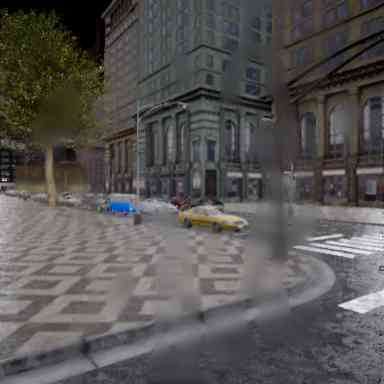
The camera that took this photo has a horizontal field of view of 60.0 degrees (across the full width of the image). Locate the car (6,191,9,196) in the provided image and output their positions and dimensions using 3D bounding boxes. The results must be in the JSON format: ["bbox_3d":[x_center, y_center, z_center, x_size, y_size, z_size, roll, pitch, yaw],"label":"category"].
[{"bbox_3d":[-44.524,0.247,83.014,1.967,1.590,4.097,1,0,-35],"label":"car"}]

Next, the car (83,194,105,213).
[{"bbox_3d":[-8.772,1.231,32.613,2.008,1.369,4.403,1,0,-35],"label":"car"}]

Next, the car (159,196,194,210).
[{"bbox_3d":[-1.822,1.228,37.553,1.887,1.381,4.507,1,0,-35],"label":"car"}]

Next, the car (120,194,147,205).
[{"bbox_3d":[-8.324,1.076,46.719,2.008,1.369,4.403,1,0,-35],"label":"car"}]

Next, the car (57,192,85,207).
[{"bbox_3d":[-15.175,1.050,41.642,1.752,1.417,4.829,1,0,-35],"label":"car"}]

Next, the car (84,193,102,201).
[{"bbox_3d":[-18.075,0.862,60.462,1.802,1.307,4.206,1,0,-35],"label":"car"}]

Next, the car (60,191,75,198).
[{"bbox_3d":[-27.824,0.586,74.205,1.887,1.381,4.507,1,0,-35],"label":"car"}]

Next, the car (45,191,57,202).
[{"bbox_3d":[-18.523,0.991,46.362,2.008,1.369,4.403,1,0,-35],"label":"car"}]

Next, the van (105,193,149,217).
[{"bbox_3d":[-5.519,1.092,28.031,1.690,1.788,3.998,1,0,-35],"label":"van"}]

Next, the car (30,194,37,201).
[{"bbox_3d":[-25.024,0.827,55.525,2.008,1.369,4.403,1,0,-35],"label":"car"}]

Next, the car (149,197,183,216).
[{"bbox_3d":[-3.046,1.284,29.130,1.812,1.442,4.674,0,1,-35],"label":"car"}]

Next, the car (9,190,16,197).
[{"bbox_3d":[-41.273,0.324,78.432,1.967,1.590,4.097,1,0,-35],"label":"car"}]

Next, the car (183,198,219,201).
[{"bbox_3d":[1.427,1.320,32.972,1.947,1.339,4.313,1,0,-35],"label":"car"}]

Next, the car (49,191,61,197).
[{"bbox_3d":[-34.325,0.469,83.367,1.802,1.307,4.206,1,0,-35],"label":"car"}]

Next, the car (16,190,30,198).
[{"bbox_3d":[-34.772,0.479,69.269,1.967,1.590,4.097,1,0,-35],"label":"car"}]

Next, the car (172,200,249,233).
[{"bbox_3d":[1.079,1.401,18.725,1.752,1.417,4.829,1,0,-35],"label":"car"}]

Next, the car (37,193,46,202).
[{"bbox_3d":[-21.774,0.909,50.943,2.008,1.369,4.403,1,0,-35],"label":"car"}]
